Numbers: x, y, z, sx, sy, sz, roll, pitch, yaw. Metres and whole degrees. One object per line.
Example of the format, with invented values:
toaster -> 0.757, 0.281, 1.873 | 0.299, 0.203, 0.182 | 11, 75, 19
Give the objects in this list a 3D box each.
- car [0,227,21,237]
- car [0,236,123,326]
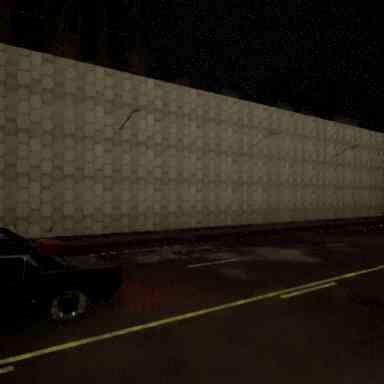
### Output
car -> -5.757, 1.603, 8.485 | 4.718, 1.301, 1.895 | 1, 0, -35
car -> -3.727, 1.603, 5.634 | 4.718, 1.301, 1.895 | 1, 0, -35
